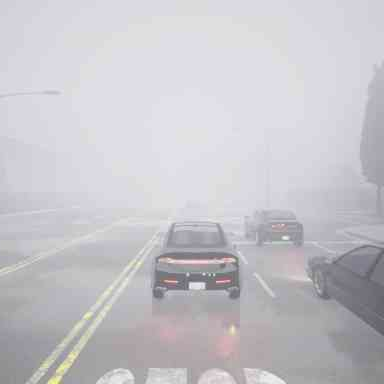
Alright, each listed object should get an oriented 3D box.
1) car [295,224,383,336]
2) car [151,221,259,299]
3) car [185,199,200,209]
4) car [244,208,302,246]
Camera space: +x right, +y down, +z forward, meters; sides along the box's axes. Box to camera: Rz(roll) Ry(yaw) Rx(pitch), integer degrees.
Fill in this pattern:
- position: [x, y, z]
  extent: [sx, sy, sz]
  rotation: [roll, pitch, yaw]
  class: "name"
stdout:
- position: [3.593, 1.547, 5.410]
  extent: [2.033, 1.411, 5.357]
  rotation: [0, 0, 0]
  class: "car"
- position: [0.089, 1.492, 8.459]
  extent: [2.128, 1.511, 4.902]
  rotation: [0, 0, 0]
  class: "car"
- position: [0.038, 1.601, 44.141]
  extent: [1.895, 1.301, 4.718]
  rotation: [0, 0, 0]
  class: "car"
- position: [3.579, 1.505, 15.157]
  extent: [1.837, 1.490, 4.892]
  rotation: [0, 0, 0]
  class: "car"
